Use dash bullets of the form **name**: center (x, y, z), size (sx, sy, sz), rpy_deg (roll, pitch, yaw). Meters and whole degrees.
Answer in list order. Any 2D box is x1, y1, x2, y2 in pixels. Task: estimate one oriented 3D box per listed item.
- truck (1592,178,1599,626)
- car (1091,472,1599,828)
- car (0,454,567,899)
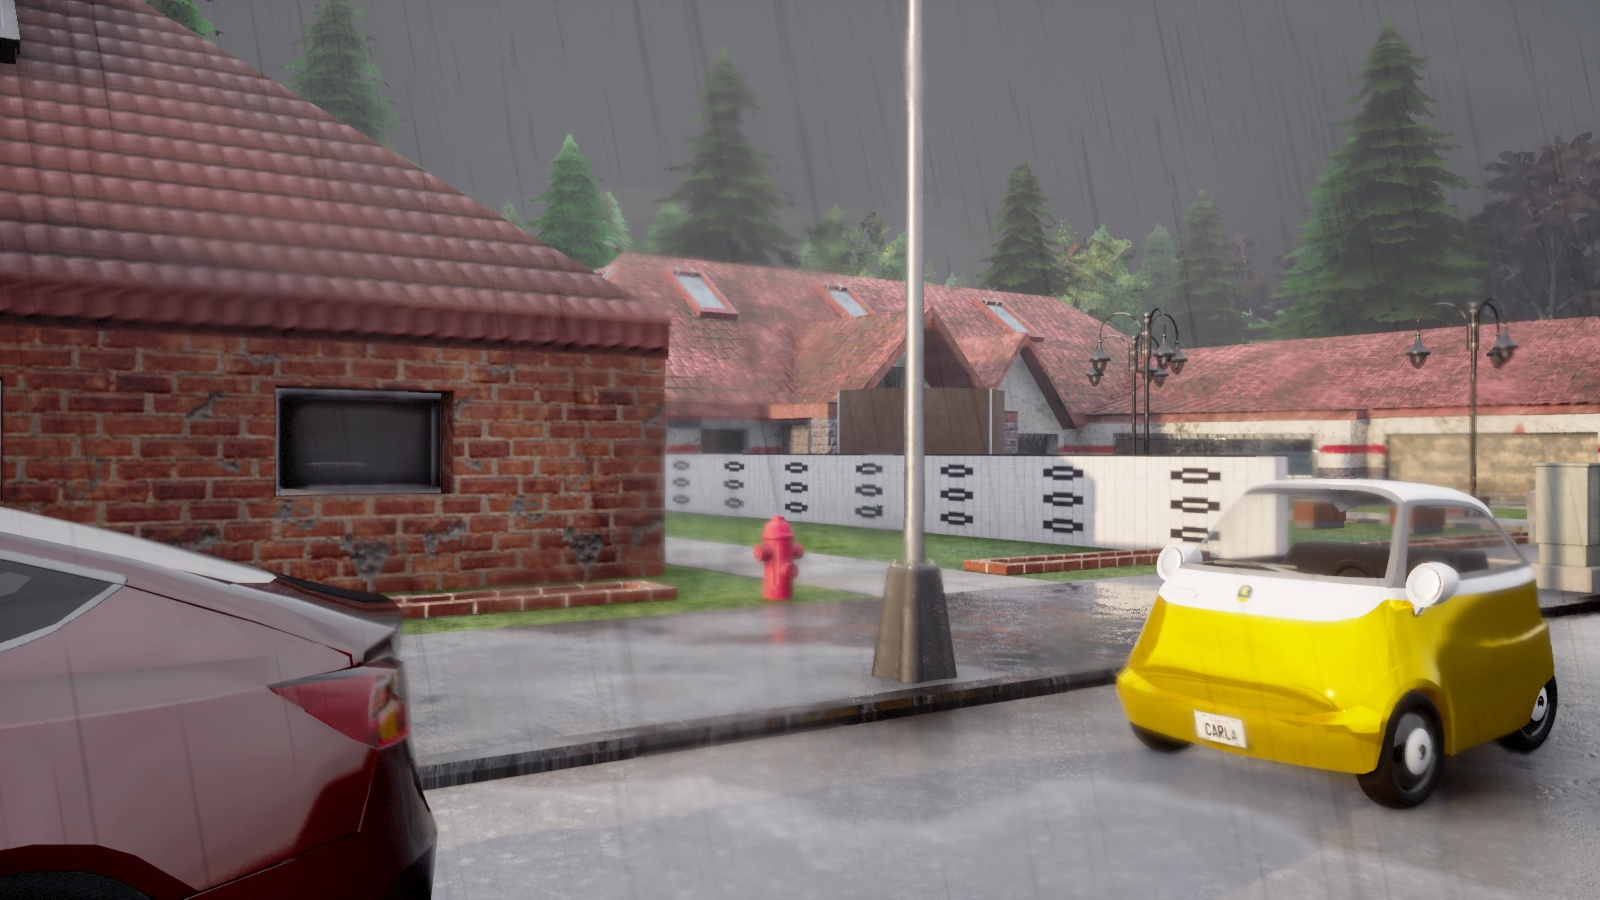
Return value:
- **truck**: center (11.095, -0.414, 11.998), size (8.468, 3.827, 2.891), rpy_deg (0, 0, -35)
- **car**: center (2.760, 0.809, 6.189), size (2.207, 1.376, 1.481), rpy_deg (0, 0, -35)
- **car**: center (-3.070, 0.756, 2.135), size (4.792, 1.488, 2.163), rpy_deg (0, 0, -35)
